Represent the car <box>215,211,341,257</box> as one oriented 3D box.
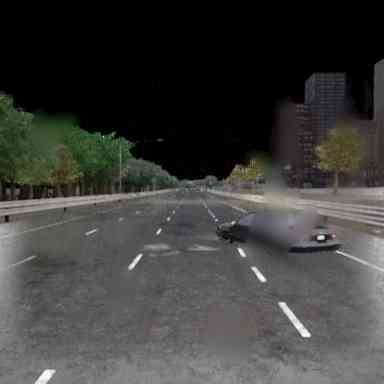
[{"bbox_3d":[2.874,1.429,12.488,2.033,1.411,5.357,0,1,-25],"label":"car"}]
